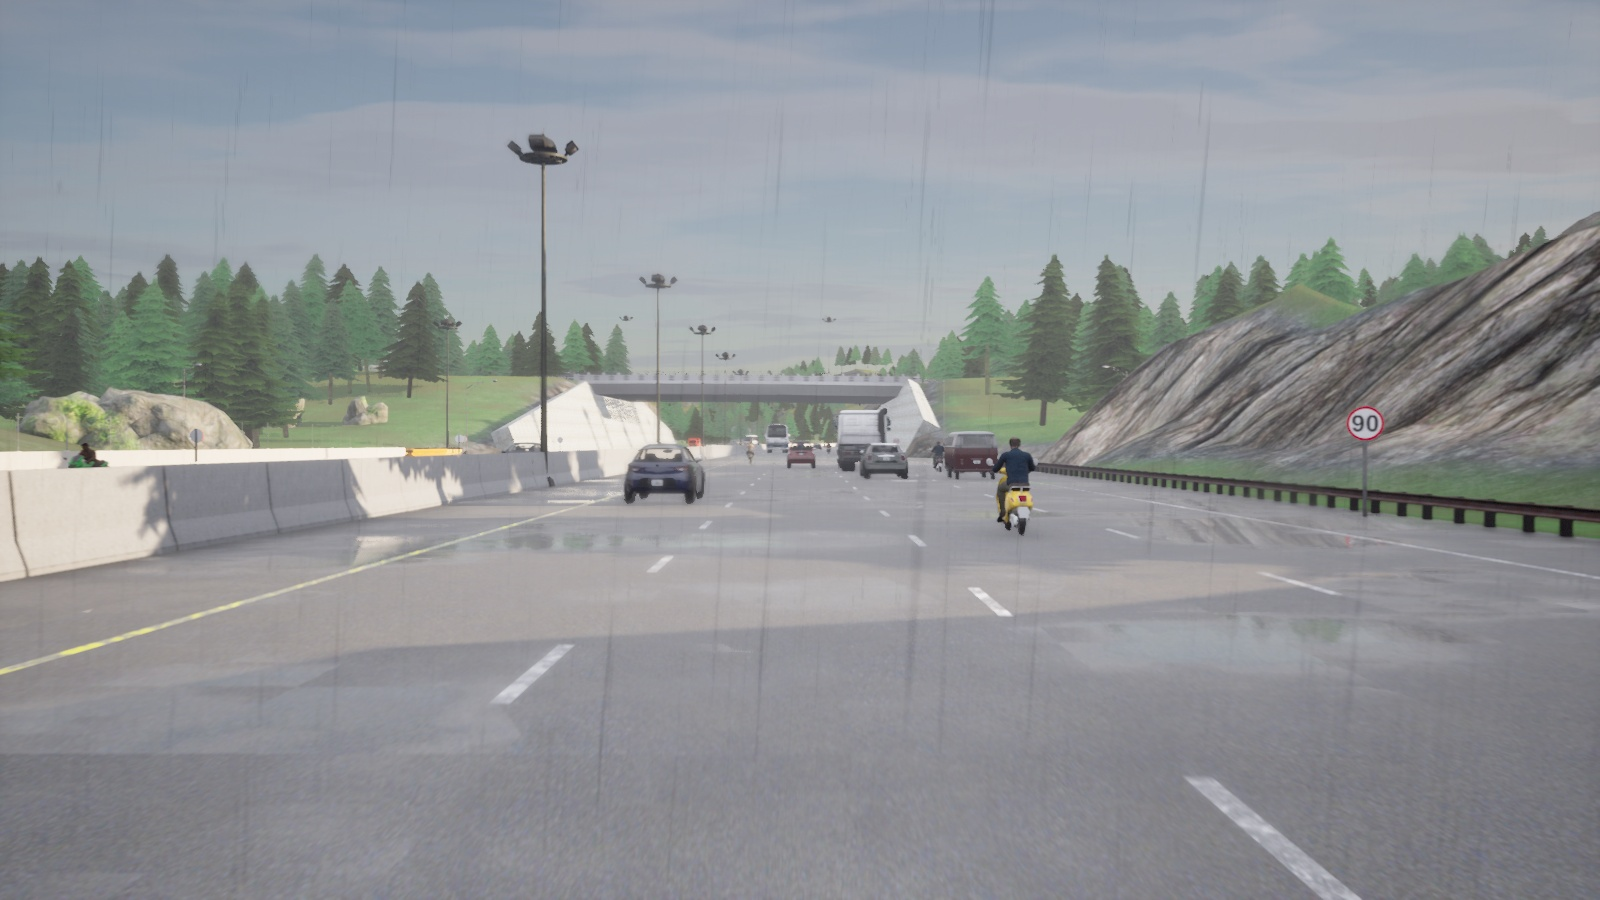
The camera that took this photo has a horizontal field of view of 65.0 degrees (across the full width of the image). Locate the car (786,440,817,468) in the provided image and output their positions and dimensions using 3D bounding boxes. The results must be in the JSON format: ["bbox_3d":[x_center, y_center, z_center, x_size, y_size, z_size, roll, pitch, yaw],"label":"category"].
[{"bbox_3d":[0.097,0.215,76.155,1.851,1.617,3.988,0,0,0],"label":"car"}]

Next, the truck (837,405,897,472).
[{"bbox_3d":[3.590,-0.624,69.428,2.891,3.462,7.936,0,0,0],"label":"truck"}]

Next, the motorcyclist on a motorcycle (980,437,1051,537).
[{"bbox_3d":[3.538,0.586,20.737,0.866,1.590,1.817,0,0,0],"label":"motorcyclist on a motorcycle"}]

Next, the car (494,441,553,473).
[{"bbox_3d":[-13.917,0.325,63.408,2.007,1.525,4.514,0,0,0],"label":"car"}]

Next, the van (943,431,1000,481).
[{"bbox_3d":[7.071,0.212,52.210,1.775,1.987,4.442,0,0,0],"label":"van"}]

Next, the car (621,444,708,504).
[{"bbox_3d":[-3.450,0.573,32.640,1.816,1.474,4.193,0,0,0],"label":"car"}]

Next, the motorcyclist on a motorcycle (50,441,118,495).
[{"bbox_3d":[-20.945,0.505,36.780,0.797,1.523,2.044,0,0,0],"label":"motorcyclist on a motorcycle"}]

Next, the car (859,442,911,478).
[{"bbox_3d":[3.571,0.413,53.458,1.970,1.475,3.806,0,0,0],"label":"car"}]
